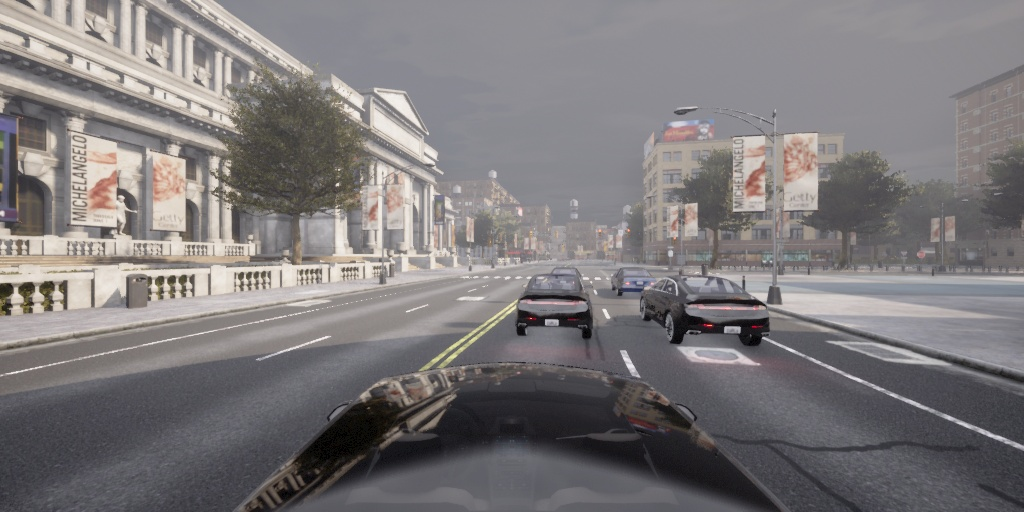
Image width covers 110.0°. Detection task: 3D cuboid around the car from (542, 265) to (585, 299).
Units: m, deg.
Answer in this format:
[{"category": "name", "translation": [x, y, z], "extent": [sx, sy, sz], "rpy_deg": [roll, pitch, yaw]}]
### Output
[{"category": "car", "translation": [2.924, 1.297, 19.700], "extent": [2.033, 1.411, 5.357], "rpy_deg": [0, 0, 11]}]

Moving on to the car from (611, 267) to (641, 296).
[{"category": "car", "translation": [6.374, 1.297, 19.058], "extent": [2.033, 1.411, 5.357], "rpy_deg": [0, 0, 11]}]

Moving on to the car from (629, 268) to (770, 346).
[{"category": "car", "translation": [4.695, 1.242, 9.450], "extent": [2.128, 1.511, 4.902], "rpy_deg": [0, 0, 9]}]

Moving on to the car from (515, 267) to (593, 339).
[{"category": "car", "translation": [1.259, 1.242, 10.222], "extent": [2.128, 1.511, 4.902], "rpy_deg": [0, 0, 9]}]
